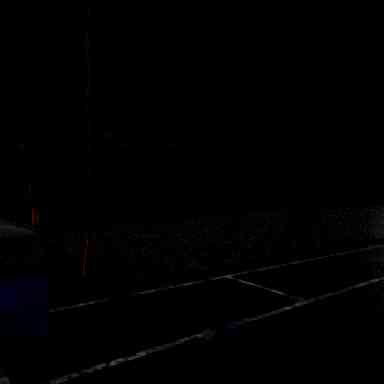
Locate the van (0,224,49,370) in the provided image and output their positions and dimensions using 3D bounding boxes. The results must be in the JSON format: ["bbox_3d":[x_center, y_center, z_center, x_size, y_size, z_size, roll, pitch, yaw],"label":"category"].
[{"bbox_3d":[-3.831,1.341,3.928,3.998,1.788,1.690,0,-1,-36],"label":"van"}]
